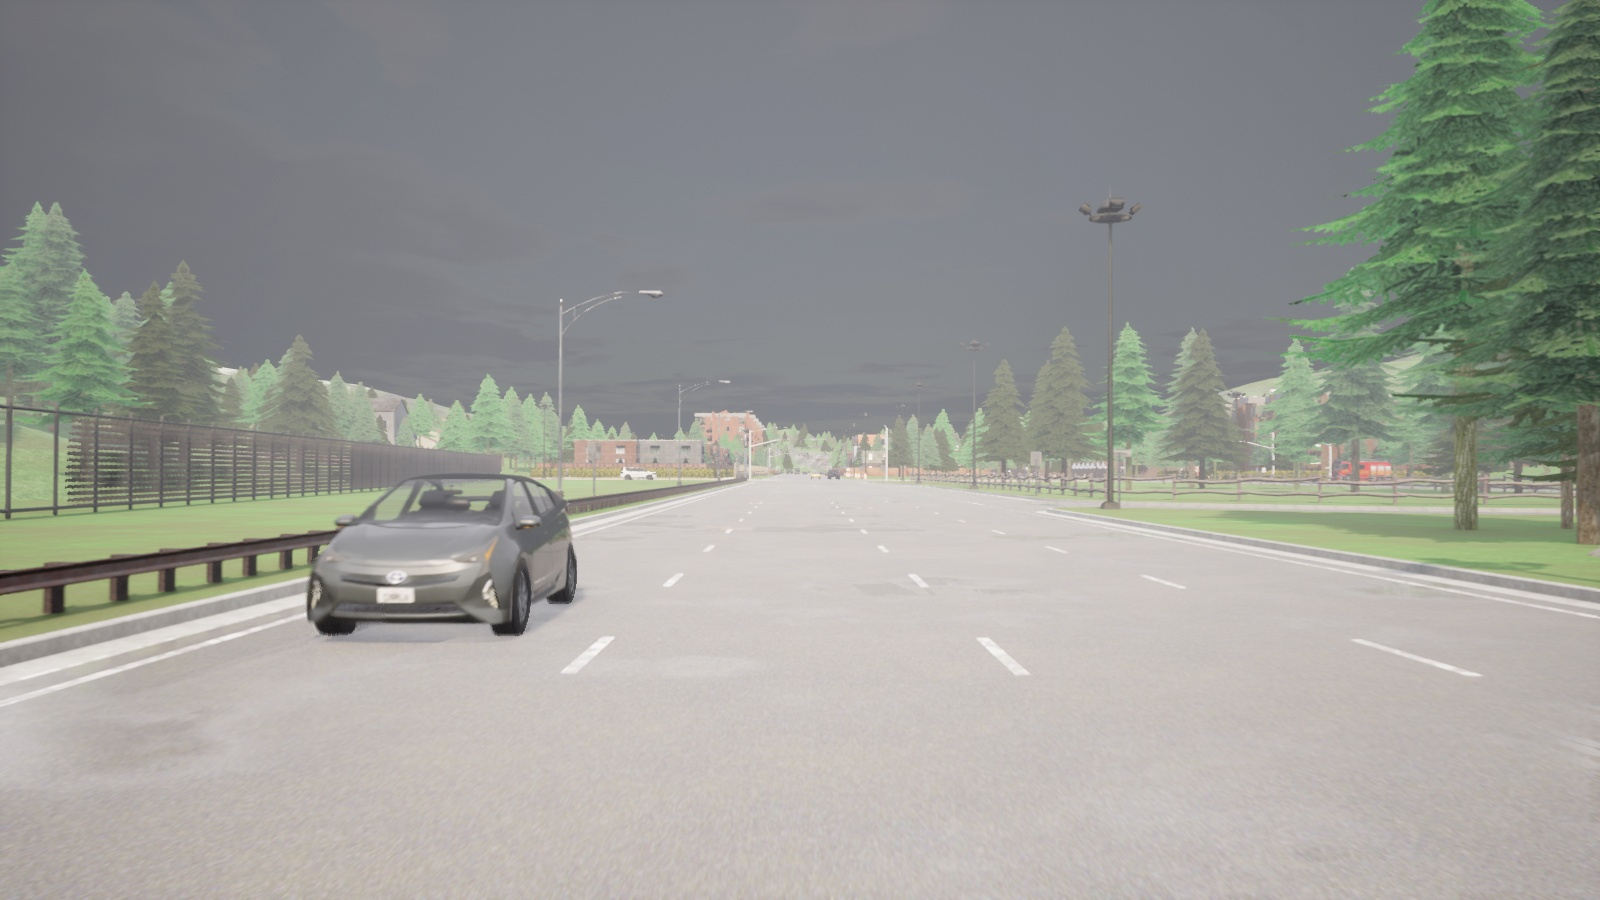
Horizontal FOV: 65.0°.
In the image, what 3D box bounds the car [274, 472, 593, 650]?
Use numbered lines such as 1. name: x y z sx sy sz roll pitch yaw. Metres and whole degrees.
1. car: -3.532 0.994 13.074 2.007 1.525 4.514 0 -1 0
